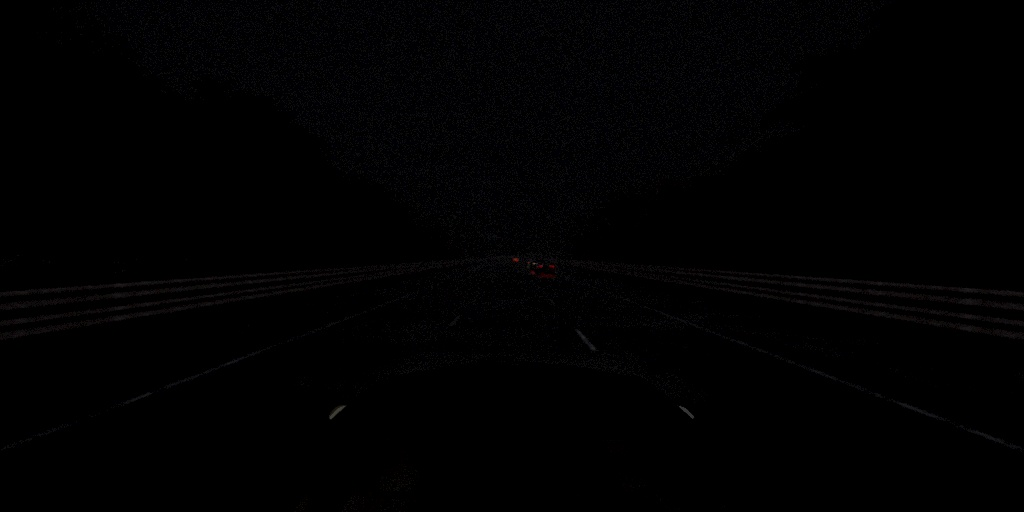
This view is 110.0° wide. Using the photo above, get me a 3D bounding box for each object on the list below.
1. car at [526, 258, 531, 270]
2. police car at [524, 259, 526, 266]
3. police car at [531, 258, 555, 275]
[{"bbox_3d":[3.485,1.227,50.332,2.128,1.511,4.902,0,0,0],"label":"car"},{"bbox_3d":[3.506,1.238,61.282,2.038,1.542,4.974,0,0,0],"label":"police car"},{"bbox_3d":[3.488,1.244,39.326,2.038,1.542,4.974,0,0,0],"label":"police car"}]
